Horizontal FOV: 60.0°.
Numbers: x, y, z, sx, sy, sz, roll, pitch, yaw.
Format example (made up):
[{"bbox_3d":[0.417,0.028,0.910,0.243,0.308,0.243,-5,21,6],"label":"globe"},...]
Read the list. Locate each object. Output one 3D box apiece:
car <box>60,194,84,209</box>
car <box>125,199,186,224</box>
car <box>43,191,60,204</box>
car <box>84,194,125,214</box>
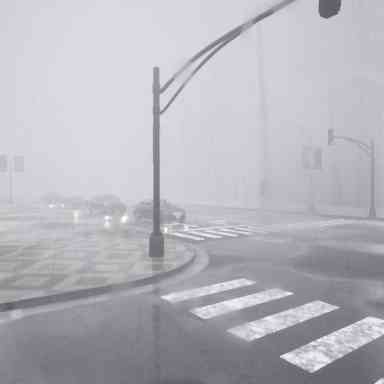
[{"bbox_3d":[-12.849,1.095,37.038,1.895,1.301,4.718,0,1,-36],"label":"car"},{"bbox_3d":[-2.282,1.243,22.339,2.128,1.511,4.902,0,1,-36],"label":"car"},{"bbox_3d":[-18.830,0.693,45.403,2.097,1.767,4.553,0,1,-35],"label":"car"},{"bbox_3d":[-7.609,0.975,29.743,2.097,1.767,4.553,0,1,-36],"label":"car"}]
